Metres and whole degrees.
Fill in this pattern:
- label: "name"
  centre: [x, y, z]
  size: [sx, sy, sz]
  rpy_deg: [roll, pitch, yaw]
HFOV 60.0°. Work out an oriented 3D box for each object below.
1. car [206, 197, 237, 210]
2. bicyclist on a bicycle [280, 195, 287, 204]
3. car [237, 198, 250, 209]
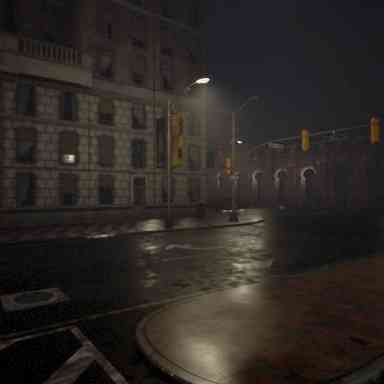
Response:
- label: "car"
  centre: [2.929, 1.547, 43.285]
  size: [2.033, 1.411, 5.357]
  rpy_deg: [0, 0, -36]
- label: "bicyclist on a bicycle"
  centre: [15.552, 1.299, 56.504]
  size: [1.656, 1.620, 0.582]
  rpy_deg: [0, 0, -36]
- label: "car"
  centre: [5.729, 1.504, 45.396]
  size: [1.837, 1.490, 4.892]
  rpy_deg: [0, 0, -36]
